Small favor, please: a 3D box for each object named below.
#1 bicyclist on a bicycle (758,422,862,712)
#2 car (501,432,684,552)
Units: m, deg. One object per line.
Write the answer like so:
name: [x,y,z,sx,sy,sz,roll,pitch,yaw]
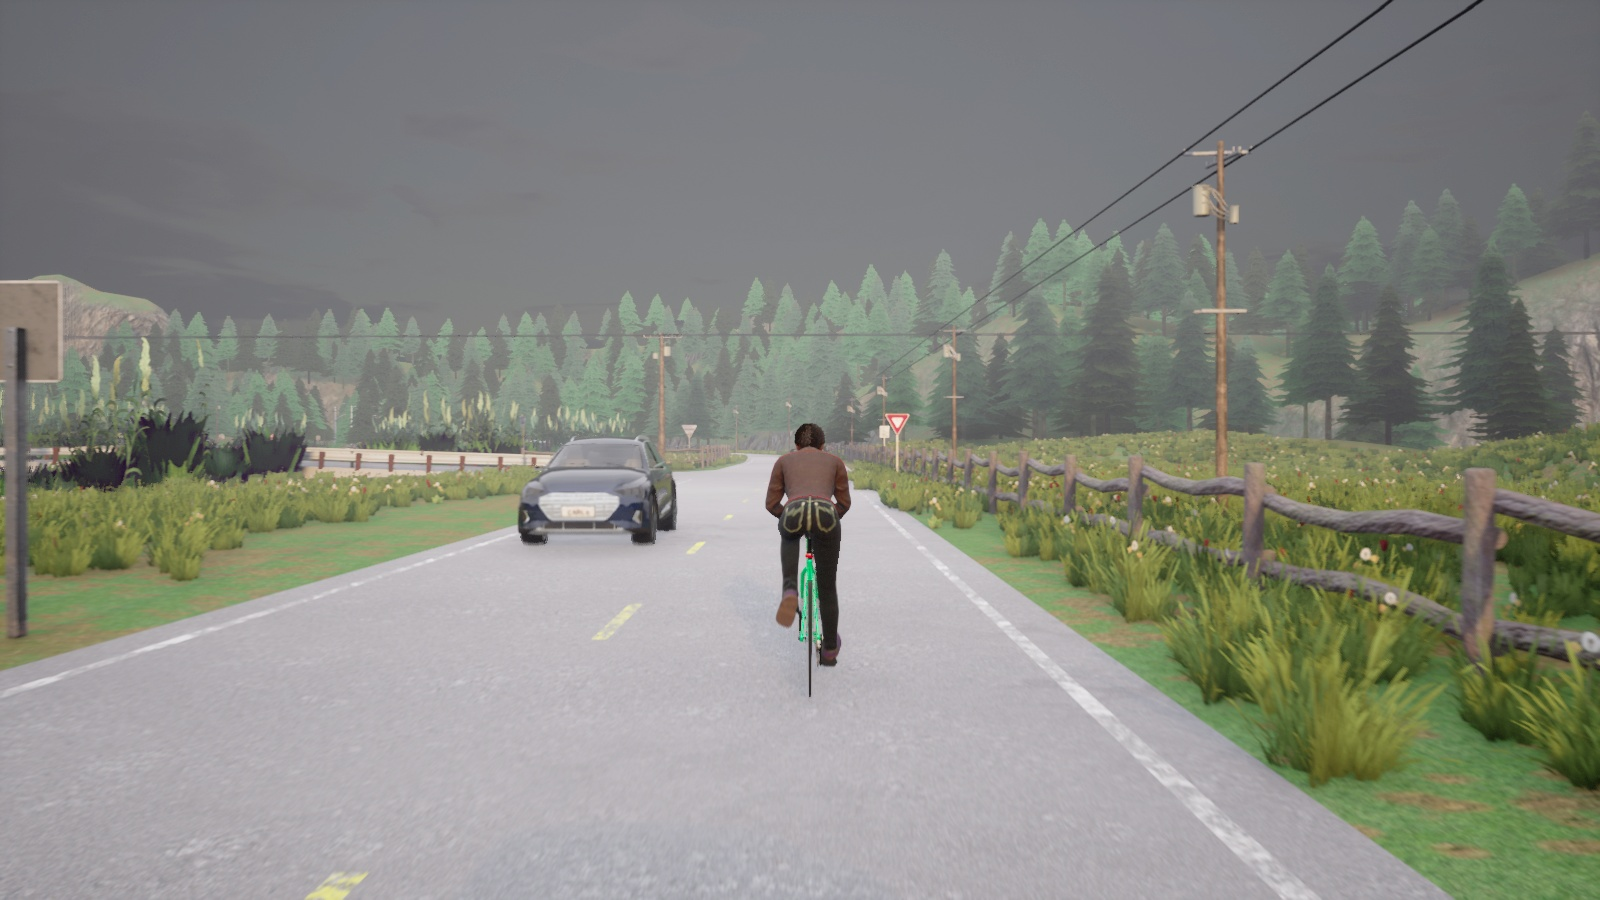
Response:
bicyclist on a bicycle: [0.060,0.655,7.854,0.582,1.620,1.656,0,0,0]
car: [-3.073,0.563,19.682,2.033,1.649,4.856,0,0,0]
